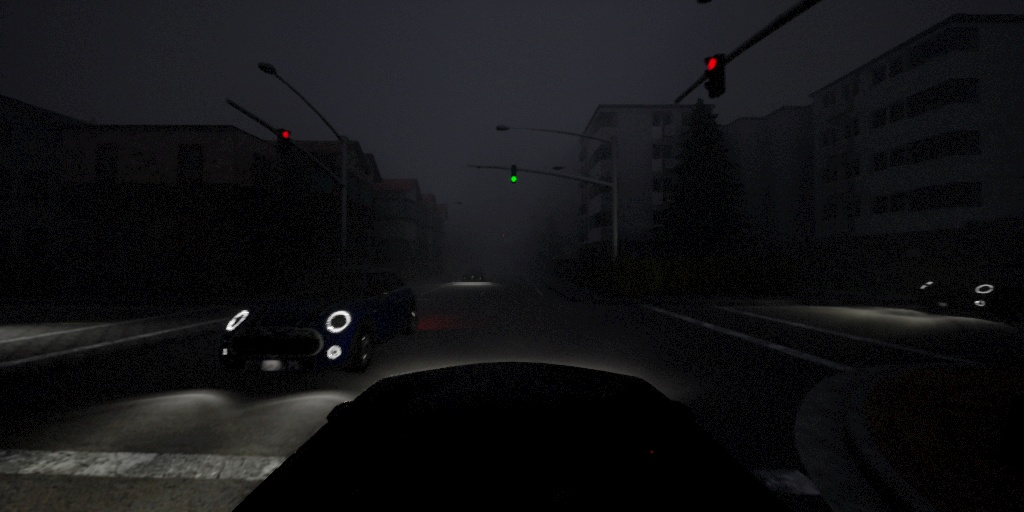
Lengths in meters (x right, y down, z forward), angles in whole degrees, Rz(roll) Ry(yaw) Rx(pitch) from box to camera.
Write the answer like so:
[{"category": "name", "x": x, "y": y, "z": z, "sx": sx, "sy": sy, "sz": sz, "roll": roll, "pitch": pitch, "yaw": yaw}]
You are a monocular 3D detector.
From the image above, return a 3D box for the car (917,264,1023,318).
[{"category": "car", "x": 16.740, "y": 1.044, "z": 12.070, "sx": 4.553, "sy": 1.767, "sz": 2.097, "roll": 0, "pitch": -1, "yaw": 0}]

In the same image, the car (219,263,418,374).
[{"category": "car", "x": -3.499, "y": 1.032, "z": 7.476, "sx": 2.097, "sy": 1.767, "sz": 4.553, "roll": 1, "pitch": -1, "yaw": 0}]

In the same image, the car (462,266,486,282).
[{"category": "car", "x": -3.514, "y": 1.685, "z": 33.982, "sx": 1.994, "sy": 1.385, "sz": 4.181, "roll": 0, "pitch": 0, "yaw": 0}]
